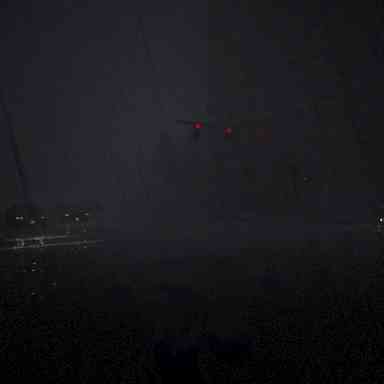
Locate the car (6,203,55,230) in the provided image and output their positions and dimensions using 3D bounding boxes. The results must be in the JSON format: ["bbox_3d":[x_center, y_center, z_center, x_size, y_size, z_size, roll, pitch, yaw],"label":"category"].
[{"bbox_3d":[-10.662,1.501,21.331,2.128,1.511,4.902,0,0,-35],"label":"car"}]

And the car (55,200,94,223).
[{"bbox_3d":[-9.790,1.566,26.176,2.033,1.411,5.357,0,0,-35],"label":"car"}]

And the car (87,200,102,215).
[{"bbox_3d":[-10.710,1.519,33.868,2.128,1.511,4.902,0,0,-35],"label":"car"}]
